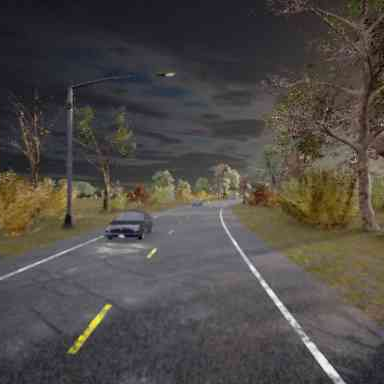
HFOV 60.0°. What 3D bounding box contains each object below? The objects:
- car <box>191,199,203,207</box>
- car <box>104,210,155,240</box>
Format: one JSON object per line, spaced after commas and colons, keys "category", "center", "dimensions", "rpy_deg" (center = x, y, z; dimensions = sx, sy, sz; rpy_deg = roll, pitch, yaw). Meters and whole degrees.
{"category": "car", "center": [1.043, 2.142, 66.460], "dimensions": [1.837, 1.490, 4.892], "rpy_deg": [0, 0, 8]}
{"category": "car", "center": [-3.246, 1.736, 18.396], "dimensions": [2.033, 1.411, 5.357], "rpy_deg": [0, -1, 2]}
